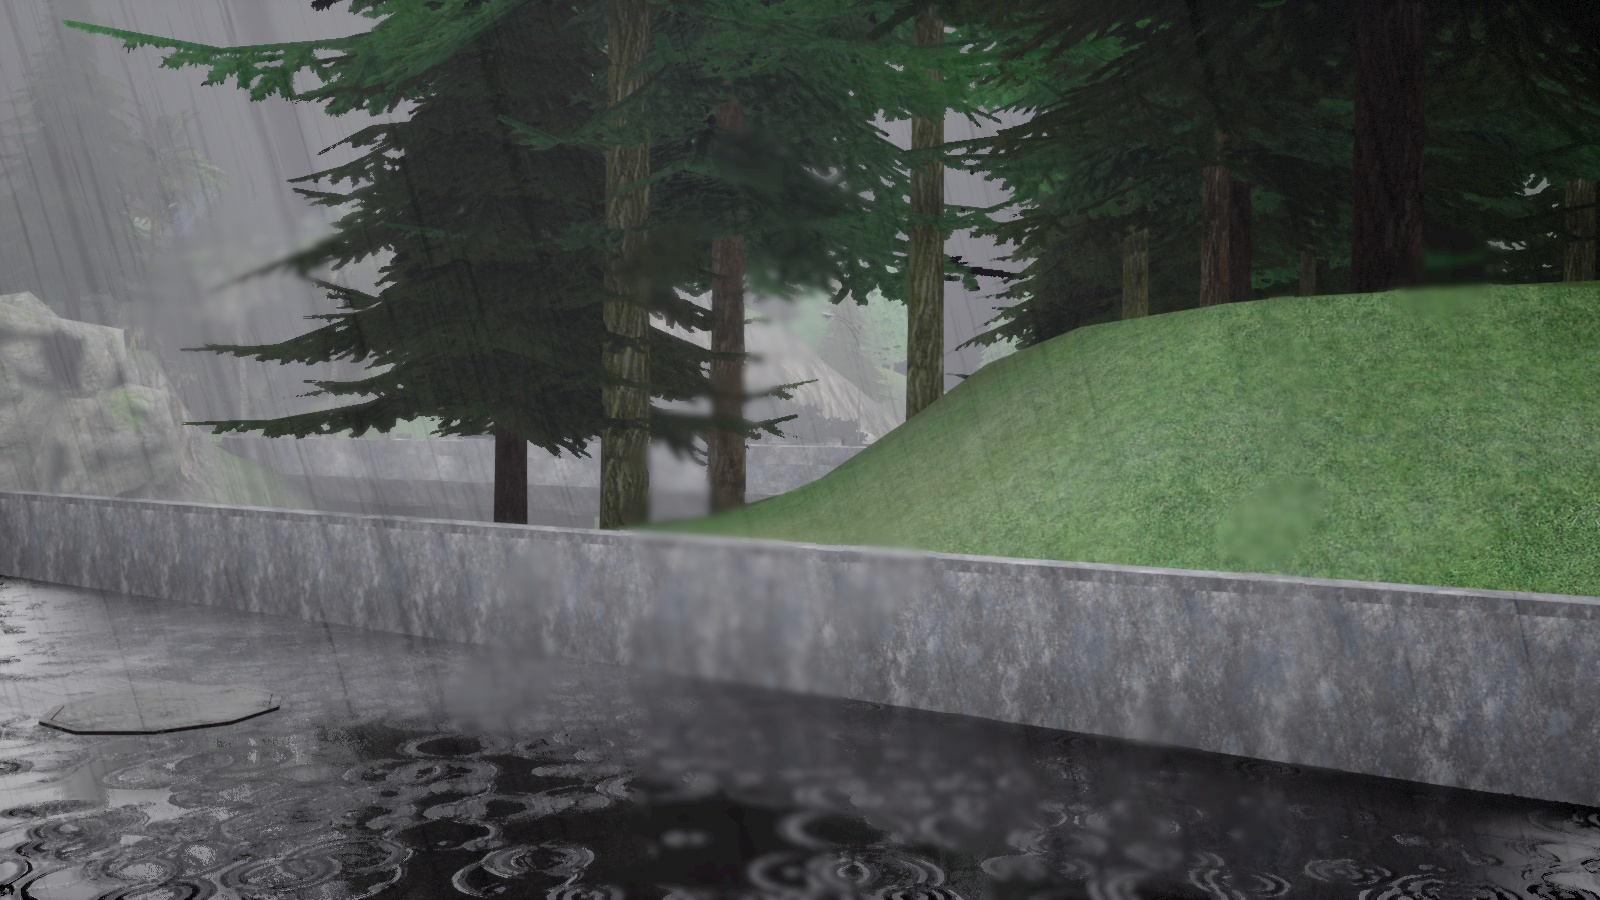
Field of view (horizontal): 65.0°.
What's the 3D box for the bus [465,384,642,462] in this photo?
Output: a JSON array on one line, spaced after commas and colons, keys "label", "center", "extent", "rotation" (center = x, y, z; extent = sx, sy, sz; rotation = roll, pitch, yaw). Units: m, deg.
[{"label": "bus", "center": [-14.476, -1.514, 73.261], "extent": [10.273, 4.253, 3.944], "rotation": [0, 1, 34]}]
